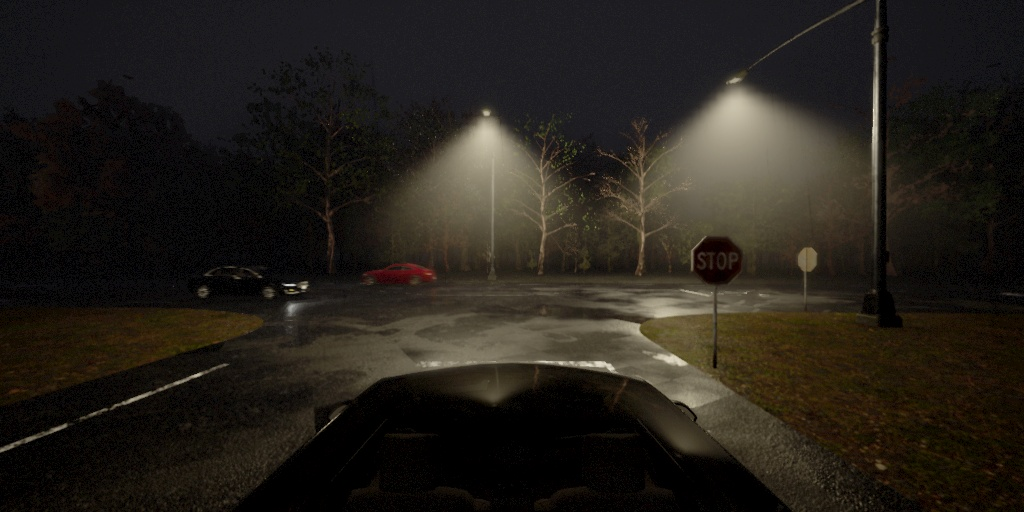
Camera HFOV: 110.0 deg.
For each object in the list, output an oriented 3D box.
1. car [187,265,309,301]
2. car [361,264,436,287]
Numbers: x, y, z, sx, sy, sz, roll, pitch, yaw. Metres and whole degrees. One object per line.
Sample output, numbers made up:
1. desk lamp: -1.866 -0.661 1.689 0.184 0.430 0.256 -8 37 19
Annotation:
1. car: -11.916 1.173 16.364 4.892 1.490 1.837 1 0 1
2. car: -7.327 1.220 23.320 4.674 1.442 1.812 0 0 1
